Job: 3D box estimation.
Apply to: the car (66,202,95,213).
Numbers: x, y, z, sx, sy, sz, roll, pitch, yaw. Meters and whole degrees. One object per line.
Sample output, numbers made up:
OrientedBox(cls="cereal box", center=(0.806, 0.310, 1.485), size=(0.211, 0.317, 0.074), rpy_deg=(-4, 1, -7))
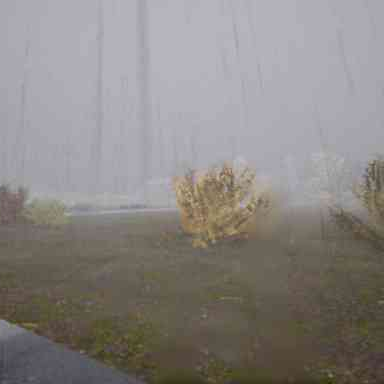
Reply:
OrientedBox(cls="car", center=(-16.117, 2.201, 47.162), size=(1.837, 1.490, 4.892), rpy_deg=(-2, -2, 36))

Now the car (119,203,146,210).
OrientedBox(cls="car", center=(-9.981, 2.410, 55.666), size=(1.895, 1.301, 4.718), rpy_deg=(-2, -2, 36))
